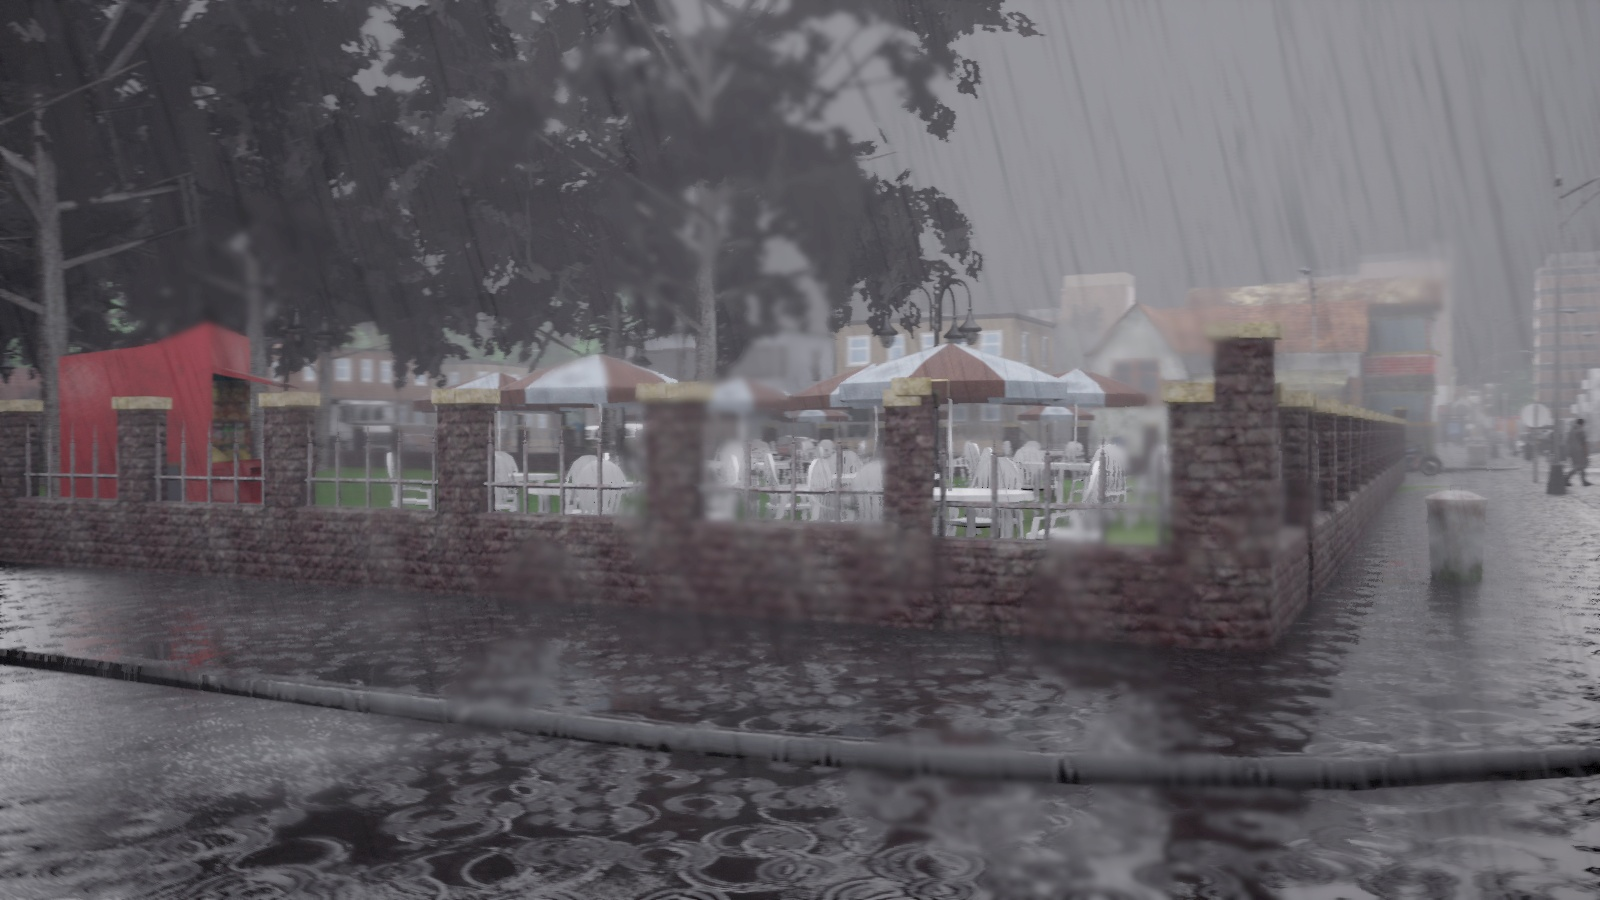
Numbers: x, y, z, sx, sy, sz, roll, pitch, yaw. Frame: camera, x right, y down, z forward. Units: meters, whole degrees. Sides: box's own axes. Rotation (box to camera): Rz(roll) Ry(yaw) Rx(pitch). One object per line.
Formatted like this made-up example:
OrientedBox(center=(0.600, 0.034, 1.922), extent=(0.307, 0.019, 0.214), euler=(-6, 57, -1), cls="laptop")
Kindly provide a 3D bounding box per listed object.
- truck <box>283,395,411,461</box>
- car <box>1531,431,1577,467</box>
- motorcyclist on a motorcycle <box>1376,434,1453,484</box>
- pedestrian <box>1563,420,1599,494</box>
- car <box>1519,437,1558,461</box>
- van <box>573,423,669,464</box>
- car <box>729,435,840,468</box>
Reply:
OrientedBox(center=(-25.041, -1.197, 69.292), extent=(7.936, 3.462, 2.891), euler=(1, 1, 38), cls="truck")
OrientedBox(center=(40.508, -0.096, 67.534), extent=(1.905, 1.878, 3.866), euler=(1, 1, 28), cls="car")
OrientedBox(center=(21.276, 0.292, 43.505), extent=(2.350, 1.649, 0.766), euler=(1, 1, 27), cls="motorcyclist on a motorcycle")
OrientedBox(center=(21.215, 0.184, 33.882), extent=(0.873, 1.952, 0.659), euler=(0, 1, 9), cls="pedestrian")
OrientedBox(center=(47.602, -0.075, 81.048), extent=(1.970, 1.475, 3.806), euler=(1, 1, 28), cls="car")
OrientedBox(center=(-9.125, -0.347, 63.951), extent=(4.480, 2.038, 2.069), euler=(1, 1, 28), cls="van")
OrientedBox(center=(-0.747, 0.026, 59.565), extent=(4.792, 1.488, 2.163), euler=(1, 1, 28), cls="car")
